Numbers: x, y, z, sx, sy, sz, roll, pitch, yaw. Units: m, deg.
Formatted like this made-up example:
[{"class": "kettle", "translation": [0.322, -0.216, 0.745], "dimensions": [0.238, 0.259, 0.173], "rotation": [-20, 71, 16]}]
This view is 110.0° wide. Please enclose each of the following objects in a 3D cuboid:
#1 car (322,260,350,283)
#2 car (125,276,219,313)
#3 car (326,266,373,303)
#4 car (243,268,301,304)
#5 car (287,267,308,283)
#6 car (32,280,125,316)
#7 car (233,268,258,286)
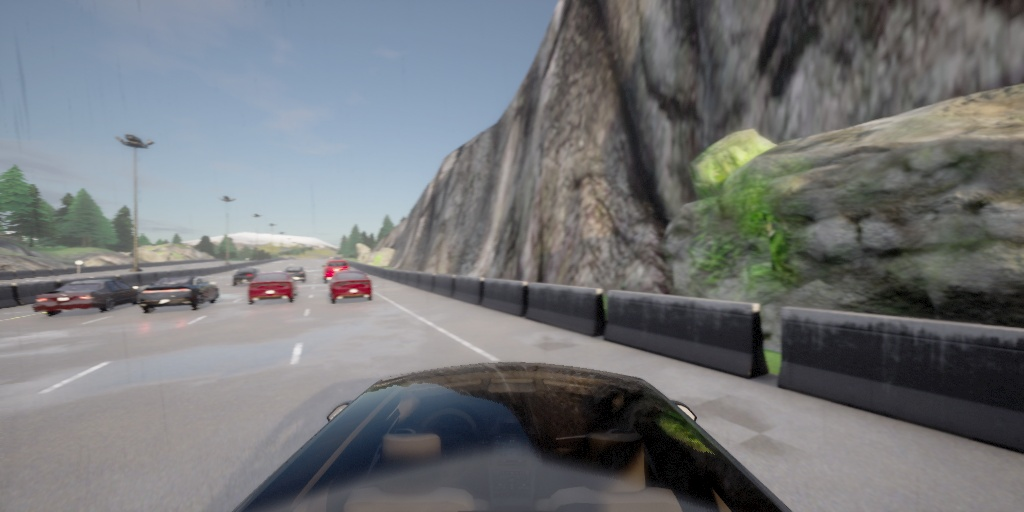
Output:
[{"class": "car", "translation": [-16.819, 1.416, 34.379], "dimensions": [2.150, 2.045, 5.566], "rotation": [-1, 0, -28]}, {"class": "car", "translation": [-15.321, 1.672, 16.750], "dimensions": [2.128, 1.511, 4.902], "rotation": [-1, 0, -28]}, {"class": "car", "translation": [-8.663, 1.519, 19.146], "dimensions": [1.882, 1.535, 5.008], "rotation": [-1, 0, -28]}, {"class": "car", "translation": [-12.678, 1.604, 19.232], "dimensions": [1.882, 1.535, 5.008], "rotation": [-1, 0, -28]}, {"class": "car", "translation": [-20.673, 1.757, 34.174], "dimensions": [2.128, 1.511, 4.902], "rotation": [-1, 0, -28]}, {"class": "car", "translation": [-19.220, 1.808, 16.628], "dimensions": [2.033, 1.411, 5.357], "rotation": [-1, 0, -28]}, {"class": "car", "translation": [-23.628, 1.832, 32.280], "dimensions": [1.837, 1.490, 4.892], "rotation": [-1, 1, -28]}]
